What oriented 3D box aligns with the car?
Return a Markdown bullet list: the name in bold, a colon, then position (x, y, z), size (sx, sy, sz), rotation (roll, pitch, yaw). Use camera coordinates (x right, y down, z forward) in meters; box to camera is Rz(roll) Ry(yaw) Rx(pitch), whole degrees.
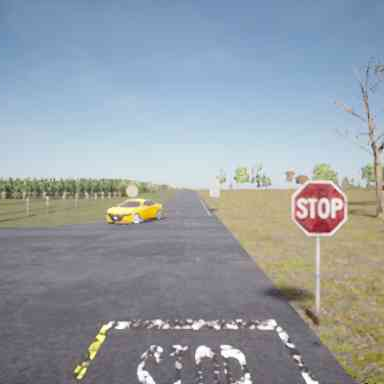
- **car**: position (-3.585, 1.195, 21.761), size (1.882, 1.535, 5.008), rotation (2, 2, 20)
